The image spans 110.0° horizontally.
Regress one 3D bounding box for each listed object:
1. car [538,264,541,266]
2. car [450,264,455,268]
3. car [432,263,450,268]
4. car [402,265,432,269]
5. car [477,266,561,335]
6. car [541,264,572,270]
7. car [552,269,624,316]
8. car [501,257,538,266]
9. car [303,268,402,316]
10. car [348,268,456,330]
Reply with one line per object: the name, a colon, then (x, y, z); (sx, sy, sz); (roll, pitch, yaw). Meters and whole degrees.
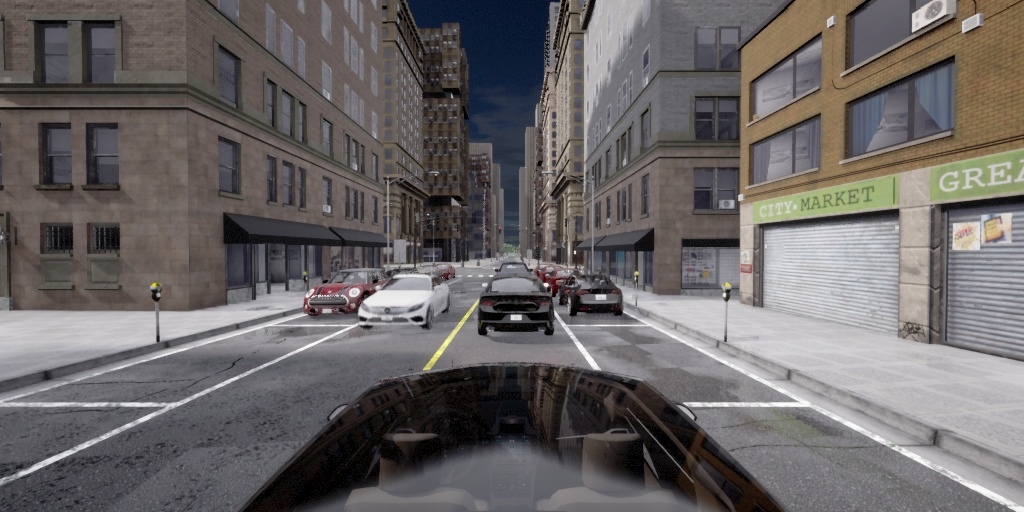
car: (2.764, 1.293, 24.180); (1.888, 1.381, 4.507); (0, 0, 0)
car: (-5.761, 1.293, 29.687); (1.888, 1.381, 4.507); (0, 0, 0)
car: (-5.761, 1.298, 24.181); (2.007, 1.370, 4.403); (0, 0, 0)
car: (-5.762, 1.313, 18.676); (1.948, 1.339, 4.313); (0, 0, 0)
car: (0.099, 1.226, 10.499); (1.882, 1.535, 5.008); (0, 0, 0)
car: (2.764, 1.293, 18.674); (1.888, 1.381, 4.507); (0, 0, 0)
car: (2.763, 1.314, 13.170); (1.948, 1.339, 4.313); (0, 0, 0)
car: (0.104, 1.100, 19.722); (2.097, 1.767, 4.553); (0, 0, 0)
car: (-5.763, 1.188, 13.171); (1.967, 1.591, 4.097); (0, 0, 0)
car: (-3.094, 1.274, 11.224); (1.812, 1.442, 4.674); (0, 0, 0)
